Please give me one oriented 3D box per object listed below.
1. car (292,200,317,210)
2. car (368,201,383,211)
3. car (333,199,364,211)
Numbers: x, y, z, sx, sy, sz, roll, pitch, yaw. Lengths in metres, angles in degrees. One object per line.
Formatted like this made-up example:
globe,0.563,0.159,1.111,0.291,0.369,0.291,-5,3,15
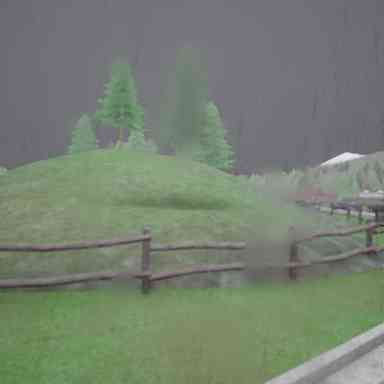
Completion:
car,17.778,1.975,52.738,1.837,1.490,4.892,1,0,-17
car,26.799,2.036,46.309,1.812,1.442,4.674,1,0,-13
car,22.637,1.839,48.497,2.097,1.767,4.553,1,0,-17
